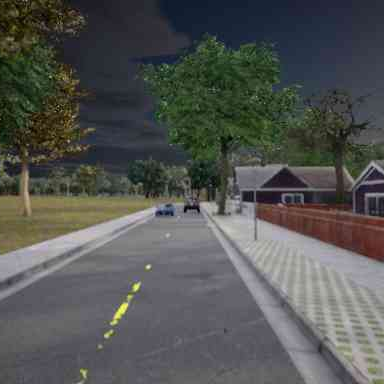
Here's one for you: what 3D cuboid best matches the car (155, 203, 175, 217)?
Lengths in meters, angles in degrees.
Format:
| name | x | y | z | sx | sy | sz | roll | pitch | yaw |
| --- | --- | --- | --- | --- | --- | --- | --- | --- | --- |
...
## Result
| name | x | y | z | sx | sy | sz | roll | pitch | yaw |
| --- | --- | --- | --- | --- | --- | --- | --- | --- | --- |
| car | -2.884 | 1.911 | 36.489 | 1.882 | 1.535 | 5.008 | 0 | -1 | 0 |

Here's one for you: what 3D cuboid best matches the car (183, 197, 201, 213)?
| name | x | y | z | sx | sy | sz | roll | pitch | yaw |
| --- | --- | --- | --- | --- | --- | --- | --- | --- | --- |
| car | -0.007 | 1.737 | 44.763 | 2.150 | 2.045 | 5.566 | 0 | -1 | 1 |

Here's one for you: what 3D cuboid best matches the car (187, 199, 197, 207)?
| name | x | y | z | sx | sy | sz | roll | pitch | yaw |
| --- | --- | --- | --- | --- | --- | --- | --- | --- | --- |
| car | -0.066 | 2.176 | 66.084 | 1.882 | 1.535 | 5.008 | 0 | 0 | 0 |
